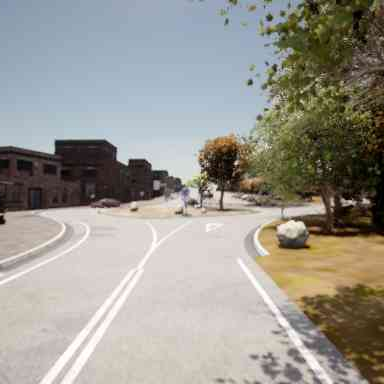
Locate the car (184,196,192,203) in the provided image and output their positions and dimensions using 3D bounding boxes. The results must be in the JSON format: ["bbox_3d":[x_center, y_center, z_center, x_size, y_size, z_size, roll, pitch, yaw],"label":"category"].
[{"bbox_3d":[-0.930,1.783,77.156,1.837,1.490,4.892,0,0,1],"label":"car"}]

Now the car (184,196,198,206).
[{"bbox_3d":[-0.251,1.826,61.637,1.837,1.490,4.892,0,0,-12],"label":"car"}]

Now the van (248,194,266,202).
[{"bbox_3d":[18.092,1.899,89.587,4.442,1.987,1.878,0,1,1],"label":"van"}]

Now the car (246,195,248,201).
[{"bbox_3d":[18.294,2.118,92.360,4.792,1.488,2.163,0,1,1],"label":"car"}]

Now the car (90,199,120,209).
[{"bbox_3d":[-12.374,1.662,47.539,1.812,1.442,4.674,-2,-2,34],"label":"car"}]
